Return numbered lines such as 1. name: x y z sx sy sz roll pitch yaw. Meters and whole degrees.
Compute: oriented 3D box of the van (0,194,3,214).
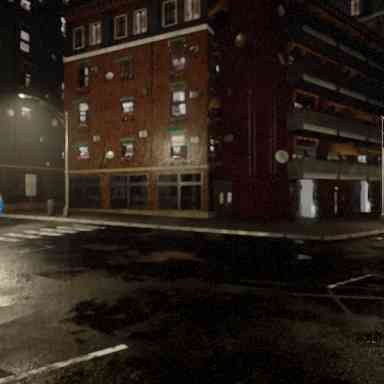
1. van: -14.905 0.902 22.946 3.998 1.788 1.690 1 0 26
